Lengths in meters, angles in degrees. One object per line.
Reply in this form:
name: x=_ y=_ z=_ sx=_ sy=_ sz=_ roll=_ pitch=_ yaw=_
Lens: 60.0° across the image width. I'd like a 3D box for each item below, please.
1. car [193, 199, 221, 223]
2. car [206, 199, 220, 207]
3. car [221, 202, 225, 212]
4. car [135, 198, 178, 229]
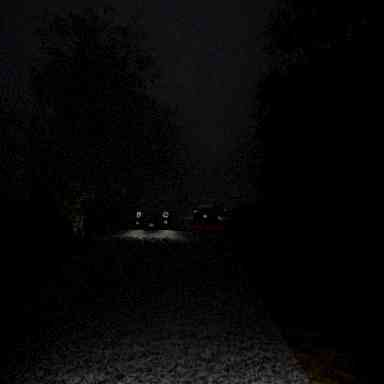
car: x=1.085 y=1.501 z=24.970 sx=1.812 sy=1.442 sz=4.674 roll=0 pitch=-1 yaw=5
car: x=4.053 y=1.966 z=62.526 sx=1.812 sy=1.442 sz=4.674 roll=1 pitch=-1 yaw=14
car: x=2.975 y=1.680 z=41.238 sx=1.994 sy=1.385 sz=4.181 roll=0 pitch=-1 yaw=8
car: x=-2.160 y=1.304 z=21.015 sx=2.097 sy=1.767 sz=4.553 roll=0 pitch=0 yaw=4
